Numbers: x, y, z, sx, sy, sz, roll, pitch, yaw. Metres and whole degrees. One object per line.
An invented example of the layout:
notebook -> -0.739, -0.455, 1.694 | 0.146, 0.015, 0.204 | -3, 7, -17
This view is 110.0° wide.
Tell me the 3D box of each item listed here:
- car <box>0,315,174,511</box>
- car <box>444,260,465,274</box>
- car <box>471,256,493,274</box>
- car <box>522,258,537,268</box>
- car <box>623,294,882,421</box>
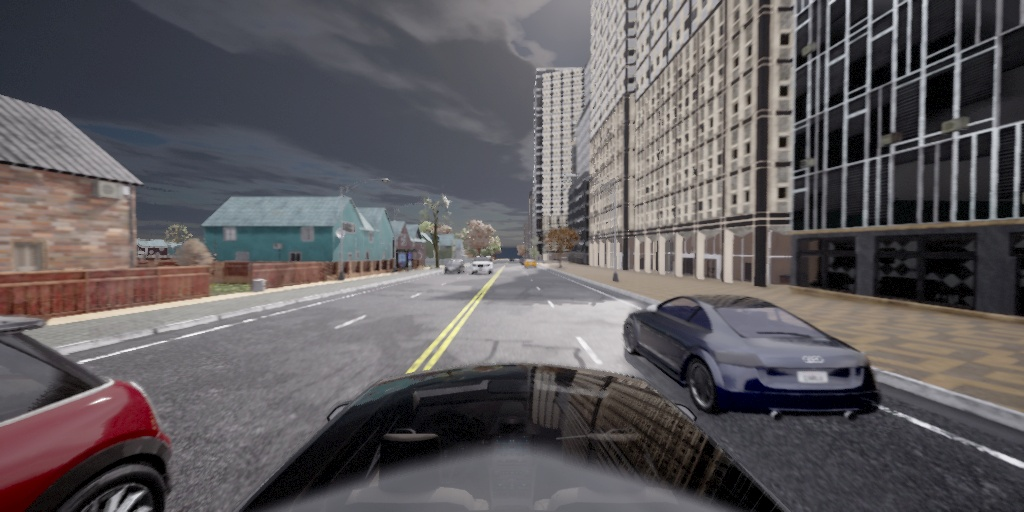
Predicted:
car -> -3.349, 1.102, 0.450 | 2.097, 1.767, 4.553 | 0, 0, 0
car -> -6.578, 1.262, 41.410 | 2.128, 1.511, 4.902 | 0, 0, 0
car -> -3.331, 0.990, 41.044 | 2.150, 2.045, 5.566 | 0, 0, 0
car -> 3.244, 1.285, 62.512 | 1.882, 1.535, 5.008 | 0, 0, 0
car -> 3.349, 1.314, 6.001 | 1.994, 1.385, 4.181 | 0, 0, 0
